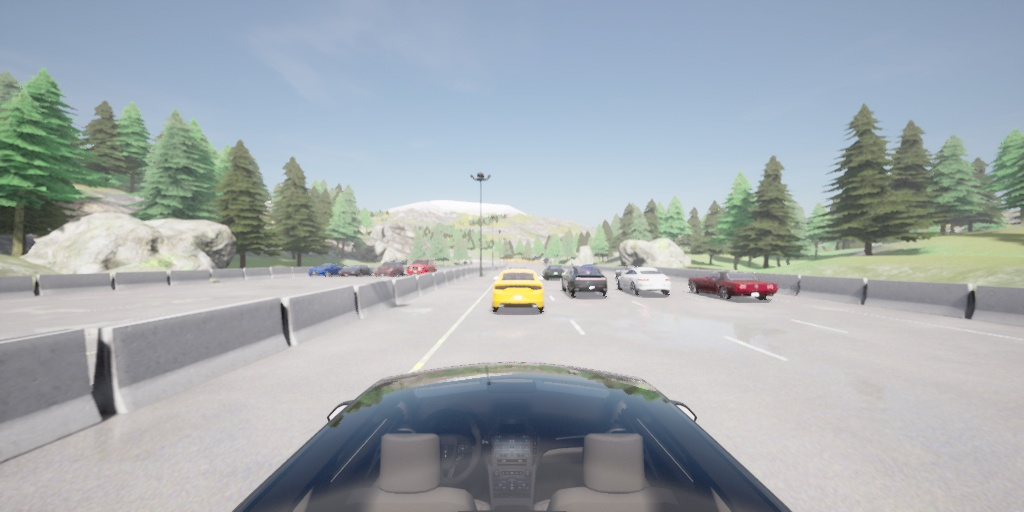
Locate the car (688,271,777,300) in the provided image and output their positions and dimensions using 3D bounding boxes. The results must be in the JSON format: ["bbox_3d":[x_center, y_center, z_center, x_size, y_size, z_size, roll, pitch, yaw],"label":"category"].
[{"bbox_3d":[10.818,1.434,18.095,1.895,1.301,4.718,0,0,1],"label":"car"}]

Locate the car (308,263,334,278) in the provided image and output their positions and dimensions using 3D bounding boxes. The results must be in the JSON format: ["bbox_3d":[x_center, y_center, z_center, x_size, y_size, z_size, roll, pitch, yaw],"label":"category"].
[{"bbox_3d":[-20.541,1.560,39.790,1.882,1.535,5.008,0,-1,1],"label":"car"}]

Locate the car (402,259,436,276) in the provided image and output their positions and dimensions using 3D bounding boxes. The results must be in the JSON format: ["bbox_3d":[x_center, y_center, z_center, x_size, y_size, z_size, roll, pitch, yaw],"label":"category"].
[{"bbox_3d":[-10.038,1.314,40.071,2.150,2.045,5.566,0,-1,1],"label":"car"}]

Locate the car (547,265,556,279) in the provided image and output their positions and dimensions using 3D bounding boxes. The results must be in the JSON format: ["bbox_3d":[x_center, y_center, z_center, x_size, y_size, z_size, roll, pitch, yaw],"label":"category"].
[{"bbox_3d":[4.075,1.586,34.971,1.994,1.385,4.181,0,-1,1],"label":"car"}]

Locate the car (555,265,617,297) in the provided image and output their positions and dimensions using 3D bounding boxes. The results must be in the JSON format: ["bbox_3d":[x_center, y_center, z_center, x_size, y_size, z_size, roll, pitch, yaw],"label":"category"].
[{"bbox_3d":[3.840,1.332,19.508,2.128,1.511,4.902,0,-1,1],"label":"car"}]

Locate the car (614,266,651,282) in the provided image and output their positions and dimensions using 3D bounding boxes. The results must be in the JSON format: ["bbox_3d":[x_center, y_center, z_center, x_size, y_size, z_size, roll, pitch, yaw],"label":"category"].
[{"bbox_3d":[11.049,1.603,33.299,1.895,1.301,4.718,0,-1,1],"label":"car"}]

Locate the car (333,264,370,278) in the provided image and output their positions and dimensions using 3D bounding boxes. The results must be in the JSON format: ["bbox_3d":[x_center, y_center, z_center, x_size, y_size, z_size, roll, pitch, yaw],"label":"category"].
[{"bbox_3d":[-17.048,1.628,39.556,2.033,1.411,5.357,0,-1,1],"label":"car"}]

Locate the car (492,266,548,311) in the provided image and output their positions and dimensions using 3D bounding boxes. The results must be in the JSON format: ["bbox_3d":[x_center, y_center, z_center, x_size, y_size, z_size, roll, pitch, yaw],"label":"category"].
[{"bbox_3d":[0.254,1.280,14.676,1.882,1.535,5.008,0,0,1],"label":"car"}]

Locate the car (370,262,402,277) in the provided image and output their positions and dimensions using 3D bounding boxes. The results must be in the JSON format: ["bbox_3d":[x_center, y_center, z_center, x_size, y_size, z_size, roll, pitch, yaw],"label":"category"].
[{"bbox_3d":[-13.540,1.439,39.835,2.097,1.767,4.553,0,-1,1],"label":"car"}]

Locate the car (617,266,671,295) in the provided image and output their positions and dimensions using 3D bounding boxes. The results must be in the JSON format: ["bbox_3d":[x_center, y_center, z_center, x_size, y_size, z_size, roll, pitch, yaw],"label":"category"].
[{"bbox_3d":[7.353,1.376,20.297,1.812,1.442,4.674,0,-1,1],"label":"car"}]
